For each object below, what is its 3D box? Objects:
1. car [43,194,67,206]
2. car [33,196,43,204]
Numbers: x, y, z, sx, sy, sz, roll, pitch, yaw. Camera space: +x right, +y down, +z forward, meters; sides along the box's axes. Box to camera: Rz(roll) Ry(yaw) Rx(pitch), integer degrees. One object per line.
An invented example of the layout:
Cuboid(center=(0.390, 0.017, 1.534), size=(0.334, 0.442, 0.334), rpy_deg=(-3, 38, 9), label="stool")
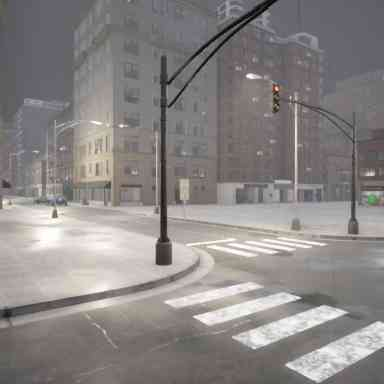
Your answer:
Cuboid(center=(-19.661, 1.119, 48.181), size=(2.097, 1.767, 4.553), rpy_deg=(0, 0, -36), label="car")
Cuboid(center=(-25.456, 1.287, 56.294), size=(1.994, 1.385, 4.181), rpy_deg=(0, 0, -36), label="car")
